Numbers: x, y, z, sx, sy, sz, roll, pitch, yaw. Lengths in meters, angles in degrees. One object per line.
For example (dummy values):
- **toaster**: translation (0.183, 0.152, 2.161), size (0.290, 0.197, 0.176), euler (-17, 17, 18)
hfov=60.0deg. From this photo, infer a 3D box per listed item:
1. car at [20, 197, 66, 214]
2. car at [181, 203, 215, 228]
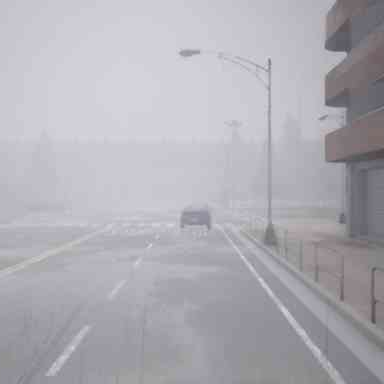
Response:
- **car**: translation (-16.086, 1.336, 35.947), size (4.553, 1.767, 2.097), euler (1, 0, 10)
- **car**: translation (0.443, 1.489, 22.344), size (1.882, 1.535, 5.008), euler (0, 0, 7)
